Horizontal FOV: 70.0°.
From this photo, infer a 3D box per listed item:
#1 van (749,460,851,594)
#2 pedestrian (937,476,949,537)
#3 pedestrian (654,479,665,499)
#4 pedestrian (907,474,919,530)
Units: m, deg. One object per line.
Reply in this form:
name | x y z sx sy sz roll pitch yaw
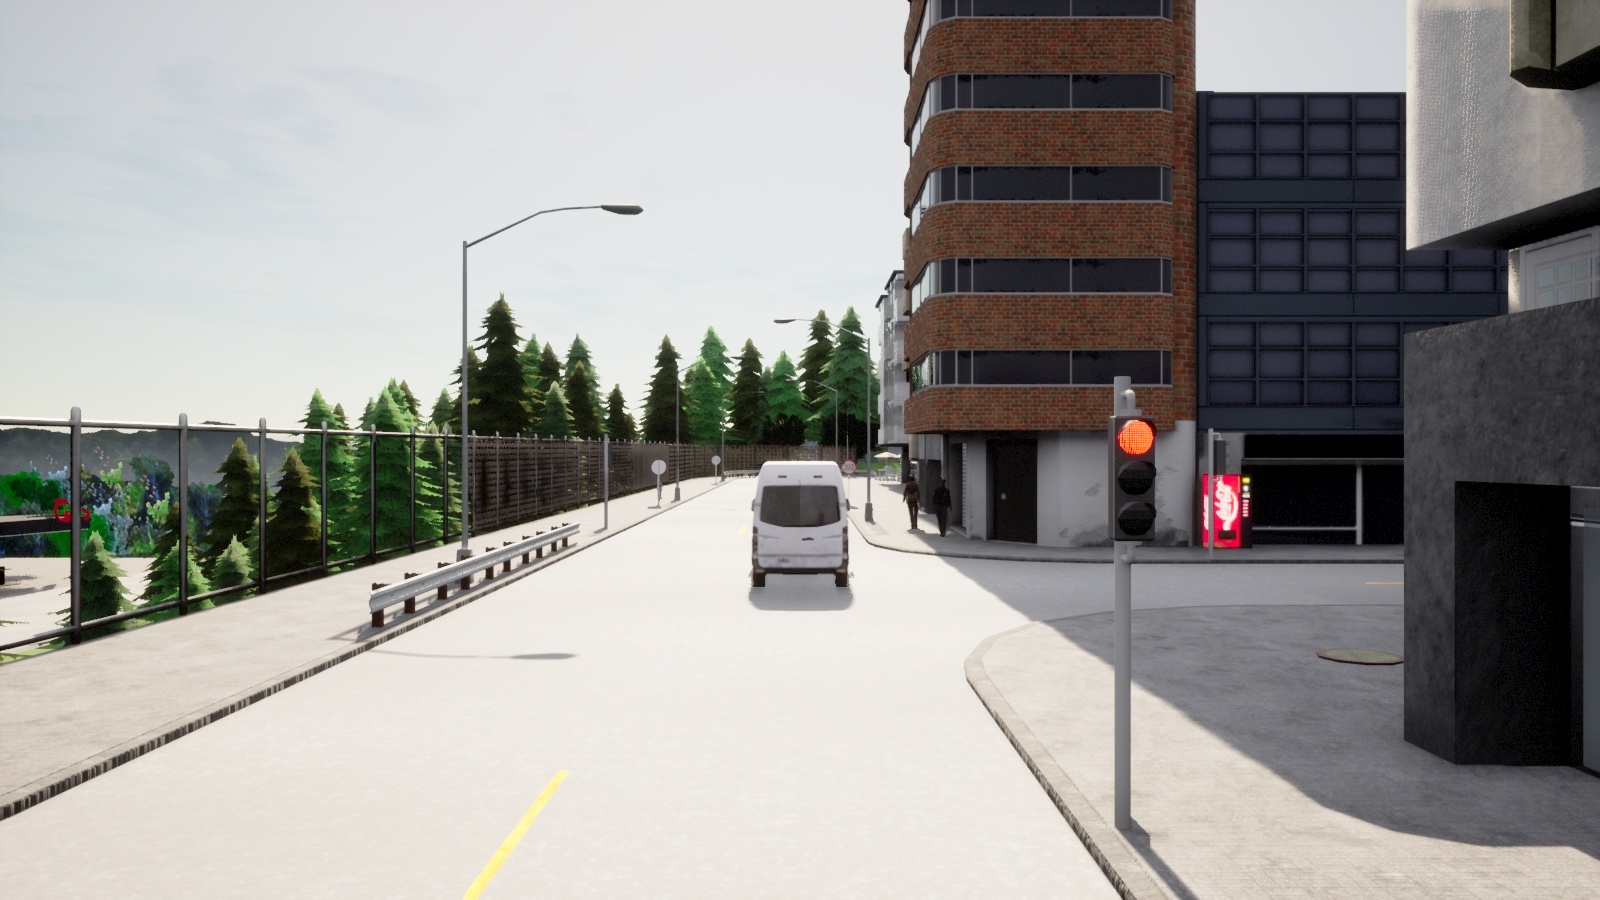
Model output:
van | 0.003 1.524 25.231 1.988 2.561 5.915 0 0 0
pedestrian | 4.393 1.723 35.108 0.375 1.860 0.375 0 0 7
pedestrian | -7.612 2.101 61.815 0.500 1.100 0.500 0 0 1
pedestrian | 3.769 1.721 38.210 0.375 1.860 0.375 0 0 2
